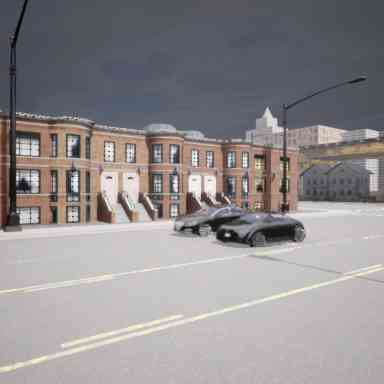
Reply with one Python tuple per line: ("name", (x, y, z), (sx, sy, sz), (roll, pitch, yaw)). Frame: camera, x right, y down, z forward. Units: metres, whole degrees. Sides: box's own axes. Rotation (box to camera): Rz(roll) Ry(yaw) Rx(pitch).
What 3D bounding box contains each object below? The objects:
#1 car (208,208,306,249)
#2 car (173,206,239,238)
("car", (3.087, 1.564, 14.661), (4.181, 1.385, 1.994), (0, 0, -35))
("car", (1.333, 1.491, 17.706), (4.902, 1.511, 2.128), (0, 0, -35))
